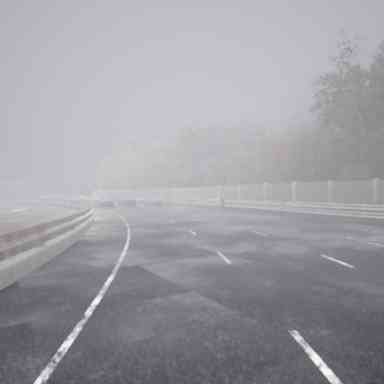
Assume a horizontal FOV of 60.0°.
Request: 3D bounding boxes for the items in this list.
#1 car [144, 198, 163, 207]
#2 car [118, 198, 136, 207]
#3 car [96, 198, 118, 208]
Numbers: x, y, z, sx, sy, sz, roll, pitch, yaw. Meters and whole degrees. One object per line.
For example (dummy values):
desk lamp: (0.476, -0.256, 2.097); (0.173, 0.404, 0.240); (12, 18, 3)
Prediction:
car: (-6.123, 1.645, 52.398); (1.812, 1.442, 4.674); (0, 0, -28)
car: (-10.472, 1.622, 53.069); (1.882, 1.535, 5.008); (0, 0, -29)
car: (-13.264, 1.683, 50.904); (1.812, 1.442, 4.674); (0, 0, -29)
